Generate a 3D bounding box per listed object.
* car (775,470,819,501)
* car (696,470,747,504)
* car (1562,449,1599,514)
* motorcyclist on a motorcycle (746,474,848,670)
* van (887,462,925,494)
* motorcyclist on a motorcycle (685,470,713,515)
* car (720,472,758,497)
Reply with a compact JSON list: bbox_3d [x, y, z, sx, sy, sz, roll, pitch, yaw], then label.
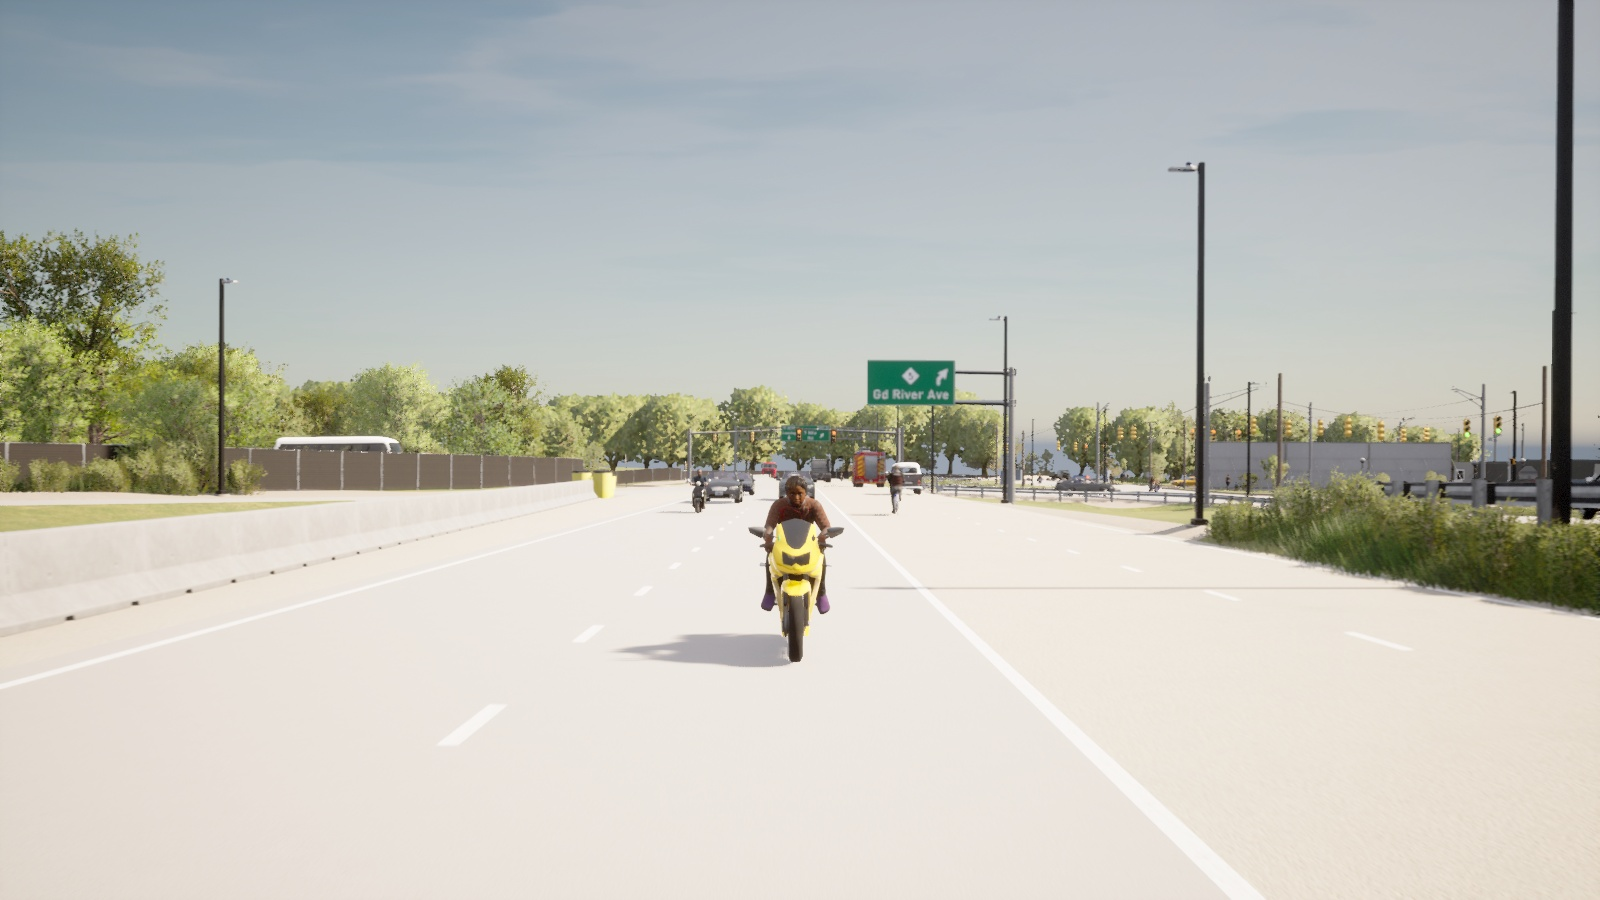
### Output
[{"bbox_3d":[-0.151,1.792,64.499,2.128,1.511,4.902,0,-1,0],"label":"car"},{"bbox_3d":[-3.638,1.723,59.025,2.128,1.511,4.902,0,-1,0],"label":"car"},{"bbox_3d":[18.385,0.701,27.125,2.033,1.411,5.357,0,-2,17],"label":"car"},{"bbox_3d":[-0.025,0.977,10.890,0.797,1.523,2.044,0,-1,0],"label":"motorcyclist on a motorcycle"},{"bbox_3d":[6.809,1.781,81.064,2.069,2.038,4.480,0,-1,0],"label":"van"},{"bbox_3d":[-3.606,1.508,45.125,0.866,1.590,1.817,0,-1,0],"label":"motorcyclist on a motorcycle"},{"bbox_3d":[-3.679,2.077,76.461,2.033,1.411,5.357,0,-1,0],"label":"car"}]
